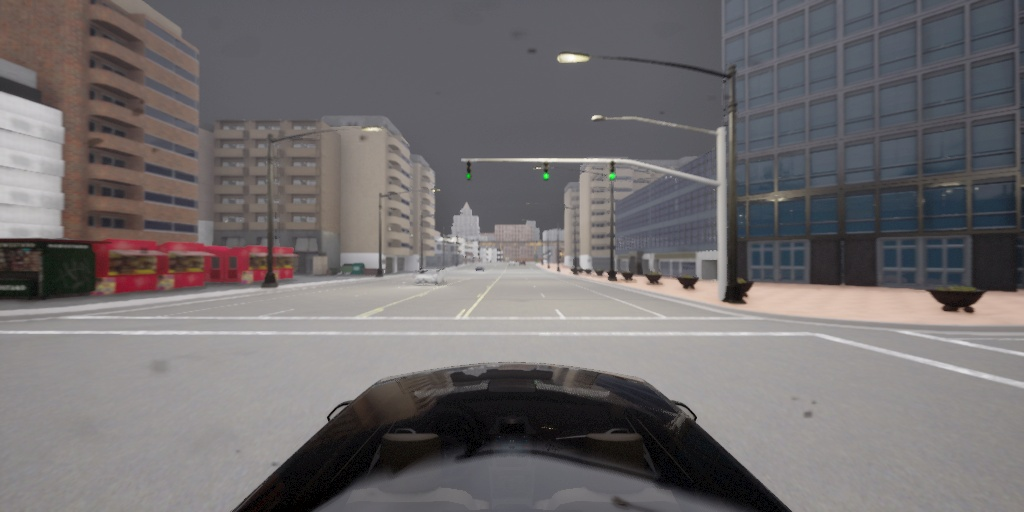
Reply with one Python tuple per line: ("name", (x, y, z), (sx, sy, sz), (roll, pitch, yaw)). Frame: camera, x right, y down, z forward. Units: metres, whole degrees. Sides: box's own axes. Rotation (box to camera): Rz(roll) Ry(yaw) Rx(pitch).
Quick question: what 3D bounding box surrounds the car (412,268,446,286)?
("car", (-6.979, 1.774, 30.543), (1.812, 1.442, 4.674), (0, 0, 0))
